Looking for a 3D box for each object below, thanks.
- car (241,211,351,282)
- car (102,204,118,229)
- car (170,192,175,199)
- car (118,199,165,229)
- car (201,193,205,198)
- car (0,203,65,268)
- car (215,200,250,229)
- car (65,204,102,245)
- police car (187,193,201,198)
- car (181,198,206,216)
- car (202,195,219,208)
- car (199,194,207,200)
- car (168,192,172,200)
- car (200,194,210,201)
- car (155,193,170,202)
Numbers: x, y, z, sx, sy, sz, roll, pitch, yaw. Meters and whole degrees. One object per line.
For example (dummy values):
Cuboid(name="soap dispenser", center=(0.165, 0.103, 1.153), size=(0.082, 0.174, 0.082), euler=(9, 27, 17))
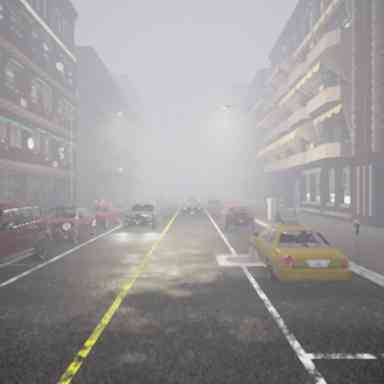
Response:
Cuboid(name="car", center=(2.697, 1.477, 9.400), size=(1.752, 1.417, 4.829), euler=(0, 0, 0))
Cuboid(name="car", center=(-5.677, 1.439, 20.512), size=(1.887, 1.381, 4.507), euler=(0, 0, 0))
Cuboid(name="car", center=(-5.642, 1.145, 76.873), size=(1.887, 1.381, 4.507), euler=(0, 0, 0))
Cuboid(name="car", center=(-2.989, 1.434, 20.692), size=(1.837, 1.490, 4.892), euler=(0, 0, 0))
Cuboid(name="car", center=(2.732, 1.185, 65.761), size=(1.752, 1.417, 4.829), euler=(0, 0, 0))
Cuboid(name="car", center=(-5.683, 1.267, 9.238), size=(2.192, 1.841, 5.009), euler=(0, 0, 0))
Cuboid(name="car", center=(2.703, 1.440, 20.502), size=(1.887, 1.381, 4.507), euler=(0, 0, 0))
Cuboid(name="car", center=(-5.680, 1.364, 14.874), size=(1.967, 1.590, 4.097), euler=(0, 0, 0))
Cuboid(name="police car", center=(0.040, 1.215, 59.499), size=(2.038, 1.542, 4.974), euler=(0, 1, 0))
Cuboid(name="car", center=(0.040, 1.461, 30.735), size=(1.895, 1.301, 4.718), euler=(0, 0, 1))
Cuboid(name="car", center=(2.717, 1.329, 43.046), size=(2.008, 1.369, 4.403), euler=(0, 0, 0))
Cuboid(name="car", center=(2.741, 1.153, 82.500), size=(1.802, 1.307, 4.206), euler=(0, 0, 0))
Cuboid(name="car", center=(-5.650, 1.211, 65.601), size=(2.008, 1.369, 4.403), euler=(0, 0, 0))
Cuboid(name="car", center=(2.735, 1.196, 71.227), size=(1.947, 1.339, 4.313), euler=(0, 0, 0))
Cuboid(name="car", center=(-5.653, 1.241, 59.964), size=(2.008, 1.369, 4.403), euler=(0, 0, 0))
